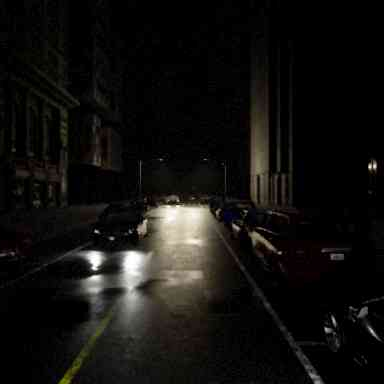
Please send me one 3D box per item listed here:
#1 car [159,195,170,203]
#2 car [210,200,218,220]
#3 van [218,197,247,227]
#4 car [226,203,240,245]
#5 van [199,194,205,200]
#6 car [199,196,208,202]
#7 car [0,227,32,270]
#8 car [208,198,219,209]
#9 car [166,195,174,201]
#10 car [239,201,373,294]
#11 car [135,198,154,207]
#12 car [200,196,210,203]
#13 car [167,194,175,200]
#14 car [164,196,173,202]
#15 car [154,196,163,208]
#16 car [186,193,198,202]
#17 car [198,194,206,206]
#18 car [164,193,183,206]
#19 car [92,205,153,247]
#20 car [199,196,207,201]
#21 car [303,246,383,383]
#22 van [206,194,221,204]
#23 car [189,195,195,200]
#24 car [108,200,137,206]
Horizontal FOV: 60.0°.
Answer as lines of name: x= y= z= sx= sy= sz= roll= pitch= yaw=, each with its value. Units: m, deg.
car: x=-5.765 y=1.489 z=70.711 sx=1.967 sy=1.590 sz=4.097 roll=0 pitch=0 yaw=0
car: x=2.763 y=1.562 z=25.628 sx=2.008 sy=1.369 sz=4.403 roll=0 pitch=0 yaw=0
van: x=2.764 y=1.350 z=19.991 sx=1.690 sy=1.788 sz=3.998 roll=0 pitch=0 yaw=0
car: x=2.765 y=1.446 z=14.355 sx=1.967 sy=1.590 sz=4.097 roll=0 pitch=0 yaw=0
van: x=2.759 y=1.410 z=93.268 sx=1.690 sy=1.788 sz=3.998 roll=0 pitch=0 yaw=0
car: x=2.759 y=1.624 z=81.994 sx=1.947 sy=1.339 sz=4.313 roll=0 pitch=0 yaw=0
car: x=-5.761 y=1.586 z=8.711 sx=1.802 sy=1.307 sz=4.206 roll=0 pitch=0 yaw=0
car: x=2.763 y=1.540 z=31.434 sx=1.752 sy=1.417 sz=4.829 roll=0 pitch=0 yaw=0
car: x=-5.766 y=1.589 z=87.449 sx=1.752 sy=1.417 sz=4.829 roll=0 pitch=0 yaw=0
car: x=2.765 y=1.319 z=8.718 sx=2.192 sy=1.841 sz=5.009 roll=0 pitch=0 yaw=0
car: x=-5.762 y=1.459 z=36.893 sx=1.967 sy=1.590 sz=4.097 roll=0 pitch=0 yaw=0
car: x=2.760 y=1.593 z=70.721 sx=1.887 sy=1.381 sz=4.507 roll=0 pitch=0 yaw=0
car: x=-5.766 y=1.509 z=93.256 sx=1.967 sy=1.590 sz=4.097 roll=0 pitch=0 yaw=0
car: x=-5.766 y=1.610 z=81.983 sx=2.008 sy=1.369 sz=4.403 roll=0 pitch=0 yaw=0
car: x=-5.764 y=1.595 z=48.165 sx=1.947 sy=1.339 sz=4.313 roll=0 pitch=0 yaw=0
car: x=-0.005 y=1.501 z=75.375 sx=1.895 sy=1.301 sz=4.718 roll=0 pitch=0 yaw=0
car: x=2.350 y=1.540 z=56.518 sx=1.837 sy=1.490 sz=4.892 roll=0 pitch=0 yaw=0
car: x=-3.071 y=1.387 z=55.577 sx=2.097 sy=1.767 sz=4.553 roll=0 pitch=0 yaw=0
car: x=-3.102 y=1.532 z=15.184 sx=1.812 sy=1.442 sz=4.674 roll=0 pitch=0 yaw=0
car: x=2.758 y=1.630 z=87.631 sx=1.947 sy=1.339 sz=4.313 roll=0 pitch=0 yaw=0
car: x=2.765 y=1.567 z=3.081 sx=1.947 sy=1.339 sz=4.313 roll=0 pitch=0 yaw=0
van: x=2.763 y=1.360 z=36.901 sx=1.690 sy=1.788 sz=3.998 roll=0 pitch=0 yaw=0
car: x=-0.007 y=1.504 z=92.298 sx=1.812 sy=1.442 sz=4.674 roll=0 pitch=0 yaw=0
car: x=-5.762 y=1.578 z=25.620 sx=1.947 sy=1.339 sz=4.313 roll=0 pitch=0 yaw=0
